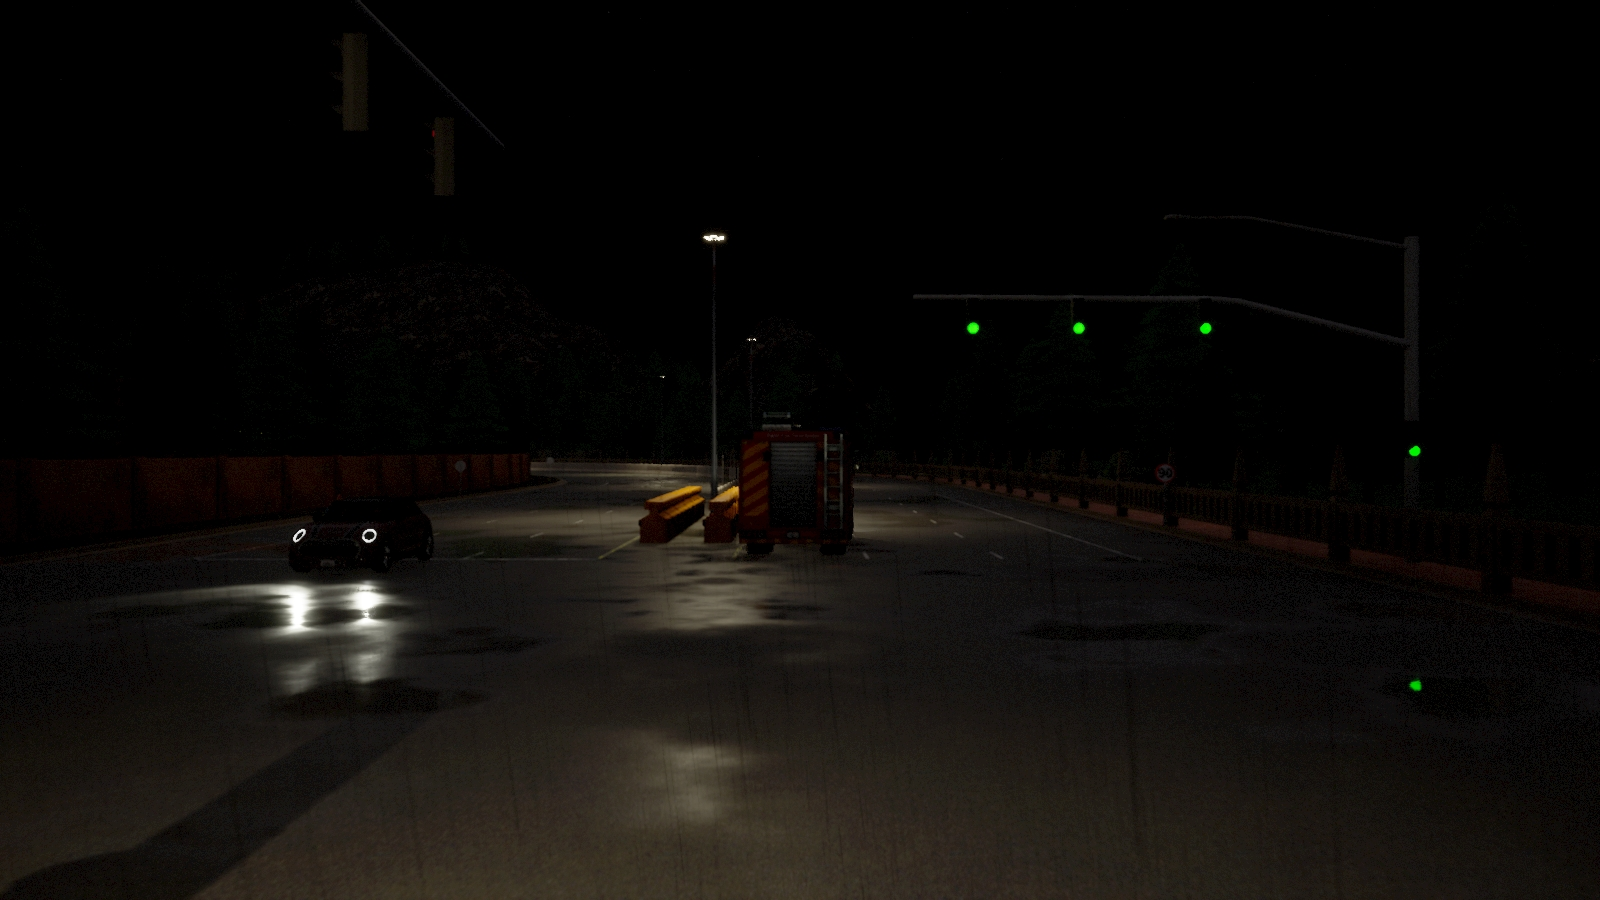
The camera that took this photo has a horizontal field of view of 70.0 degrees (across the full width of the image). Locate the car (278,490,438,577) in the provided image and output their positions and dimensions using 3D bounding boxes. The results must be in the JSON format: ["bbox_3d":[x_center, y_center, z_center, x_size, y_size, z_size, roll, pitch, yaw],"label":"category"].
[{"bbox_3d":[-10.511,1.927,27.588,2.097,1.767,4.553,0,0,0],"label":"car"}]

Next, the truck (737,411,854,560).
[{"bbox_3d":[0.091,0.916,33.727,2.891,3.827,8.468,0,0,4],"label":"truck"}]
